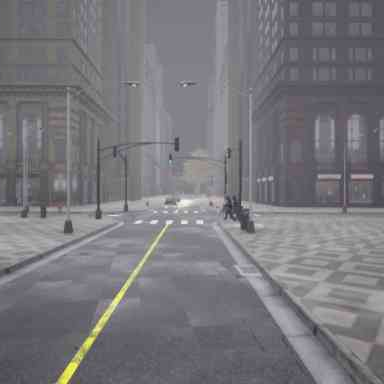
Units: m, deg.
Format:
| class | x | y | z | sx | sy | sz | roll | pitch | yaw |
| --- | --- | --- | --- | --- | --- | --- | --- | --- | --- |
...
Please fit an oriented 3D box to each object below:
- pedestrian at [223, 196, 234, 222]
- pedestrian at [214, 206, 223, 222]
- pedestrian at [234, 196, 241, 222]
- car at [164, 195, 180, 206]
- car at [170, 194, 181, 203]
| class | x | y | z | sx | sy | sz | roll | pitch | yaw |
| --- | --- | --- | --- | --- | --- | --- | --- | --- | --- |
| pedestrian | 2.481 | 1.129 | 22.479 | 0.375 | 1.860 | 0.375 | 0 | 0 | 0 |
| pedestrian | 1.838 | 1.505 | 23.674 | 0.500 | 1.100 | 0.500 | 0 | 0 | 0 |
| pedestrian | 3.007 | 1.128 | 23.084 | 0.375 | 1.860 | 0.375 | 0 | 0 | 0 |
| car | -3.499 | 1.514 | 55.099 | 2.033 | 1.411 | 5.357 | 0 | 0 | 0 |
| car | -3.534 | 1.330 | 70.502 | 2.097 | 1.767 | 4.553 | 0 | 0 | 0 |
